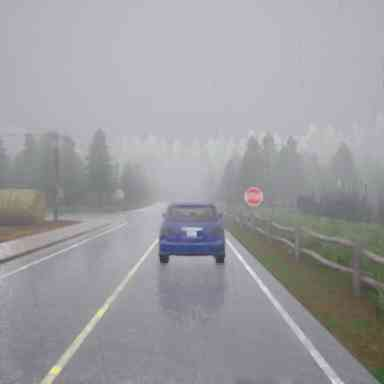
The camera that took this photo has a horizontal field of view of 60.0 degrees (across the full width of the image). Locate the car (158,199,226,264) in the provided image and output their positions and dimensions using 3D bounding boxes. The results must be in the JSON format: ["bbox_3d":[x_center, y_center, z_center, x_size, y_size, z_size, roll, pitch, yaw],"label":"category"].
[{"bbox_3d":[0.009,1.357,12.568,2.150,2.045,5.566,0,0,0],"label":"car"}]

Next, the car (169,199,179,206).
[{"bbox_3d":[-3.974,2.322,73.050,1.994,1.385,4.181,0,-1,-2],"label":"car"}]
